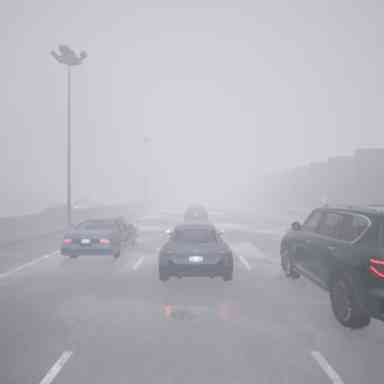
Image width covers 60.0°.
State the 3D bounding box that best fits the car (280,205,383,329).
[{"bbox_3d":[3.599,1.276,7.188,2.150,2.045,5.566,0,0,0],"label":"car"}]

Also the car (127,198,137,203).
[{"bbox_3d":[-13.783,2.091,76.307,2.033,1.411,5.357,0,0,-4],"label":"car"}]

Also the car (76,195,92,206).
[{"bbox_3d":[-20.362,1.681,62.934,2.150,2.045,5.566,0,0,0],"label":"car"}]

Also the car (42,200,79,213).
[{"bbox_3d":[-13.720,1.814,34.262,1.994,1.385,4.181,0,0,1],"label":"car"}]

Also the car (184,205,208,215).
[{"bbox_3d":[0.352,1.773,28.550,1.994,1.385,4.181,0,0,1],"label":"car"}]

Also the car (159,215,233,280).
[{"bbox_3d":[0.104,1.640,10.225,1.994,1.385,4.181,0,0,0],"label":"car"}]

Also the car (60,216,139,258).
[{"bbox_3d":[-3.391,1.644,13.158,2.033,1.411,5.357,0,0,0],"label":"car"}]

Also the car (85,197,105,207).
[{"bbox_3d":[-16.859,1.992,58.829,1.994,1.385,4.181,0,0,0],"label":"car"}]
